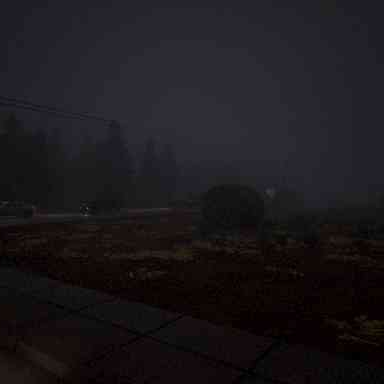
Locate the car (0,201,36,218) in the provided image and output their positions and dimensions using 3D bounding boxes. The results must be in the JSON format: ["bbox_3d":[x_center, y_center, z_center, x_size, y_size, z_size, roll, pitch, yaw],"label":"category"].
[{"bbox_3d":[-15.982,1.552,28.855,1.812,1.442,4.674,0,0,37],"label":"car"}]

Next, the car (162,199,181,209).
[{"bbox_3d":[-2.154,1.627,47.489,1.895,1.301,4.718,0,0,37],"label":"car"}]

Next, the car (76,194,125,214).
[{"bbox_3d":[-10.024,1.249,36.911,2.150,2.045,5.566,0,0,37],"label":"car"}]

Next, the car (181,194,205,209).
[{"bbox_3d":[1.412,1.248,46.165,2.150,2.045,5.566,0,0,38],"label":"car"}]
